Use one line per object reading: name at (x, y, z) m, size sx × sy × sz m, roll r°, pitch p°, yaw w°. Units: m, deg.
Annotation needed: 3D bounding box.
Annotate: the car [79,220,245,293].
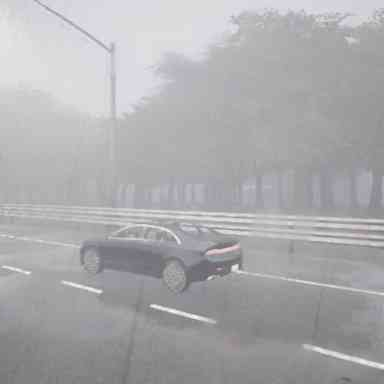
car at (-1.009, 1.497, 8.891) m, size 4.902 × 1.511 × 2.128 m, roll 0°, pitch 0°, yaw 36°
